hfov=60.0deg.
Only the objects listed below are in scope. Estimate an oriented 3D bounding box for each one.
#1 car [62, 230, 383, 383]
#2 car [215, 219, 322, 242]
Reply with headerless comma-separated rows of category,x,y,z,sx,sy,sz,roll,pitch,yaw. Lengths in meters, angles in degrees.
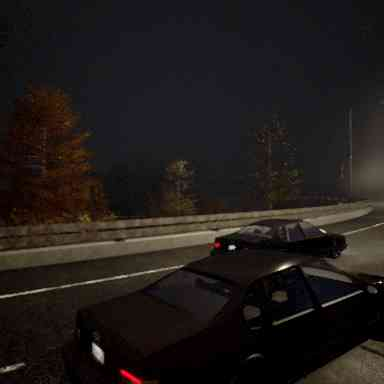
car,1.099,1.564,4.688,5.357,1.411,2.033,0,0,-38
car,3.010,1.579,10.760,5.357,1.411,2.033,0,0,-41
